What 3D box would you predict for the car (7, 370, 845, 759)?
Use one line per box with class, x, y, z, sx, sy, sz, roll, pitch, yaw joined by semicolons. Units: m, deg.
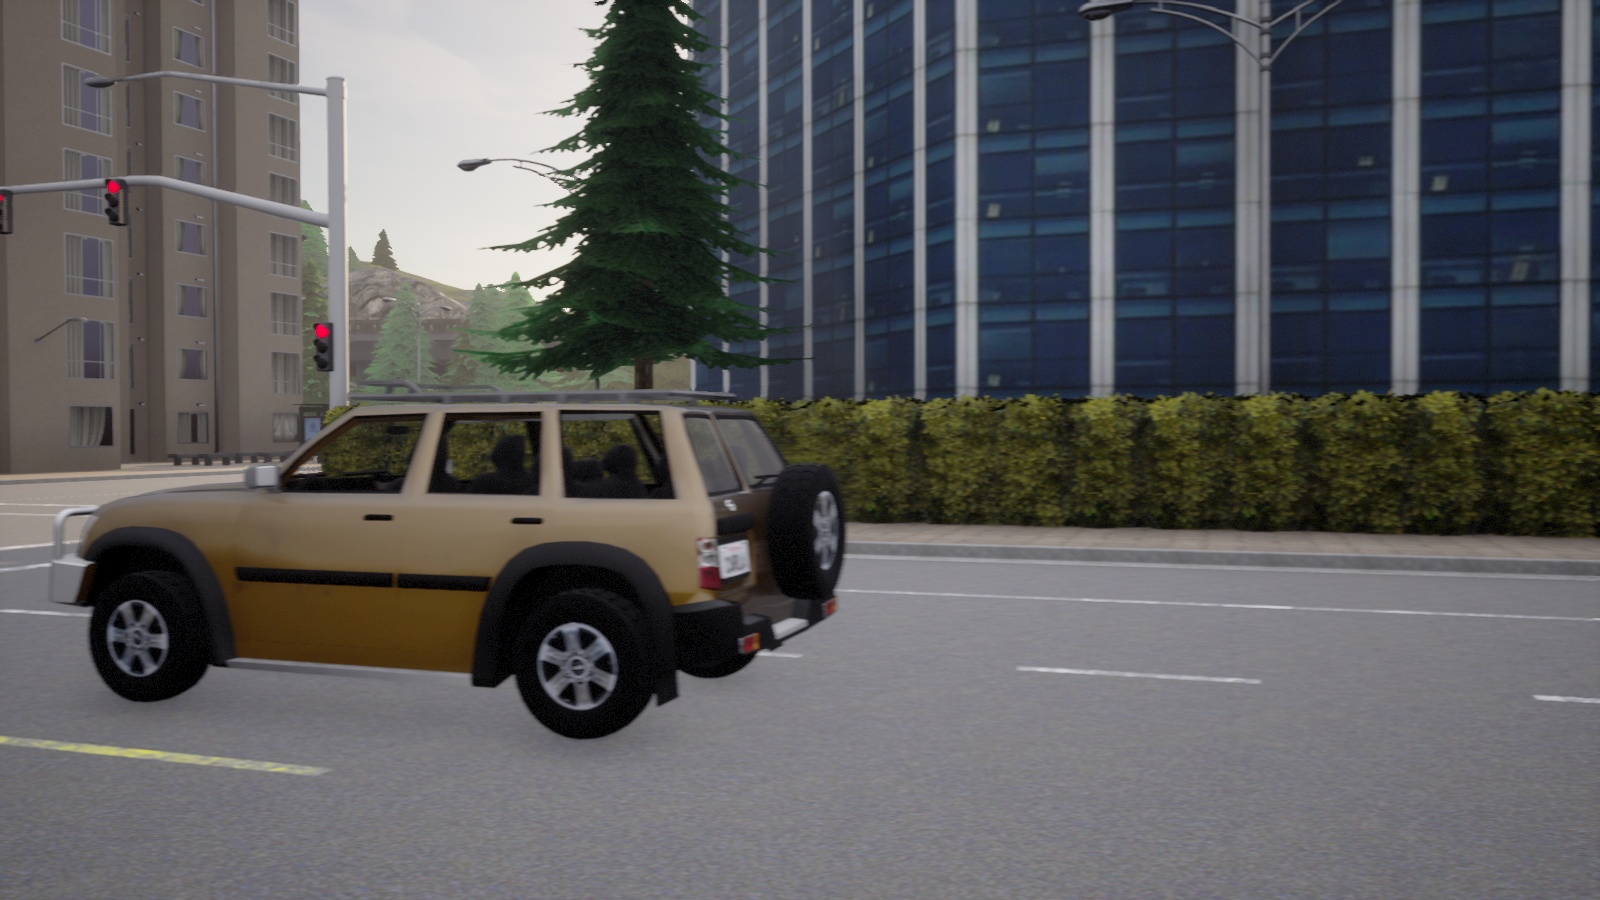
car;-2.212;0.513;7.626;4.605;1.855;1.932;1;1;19
